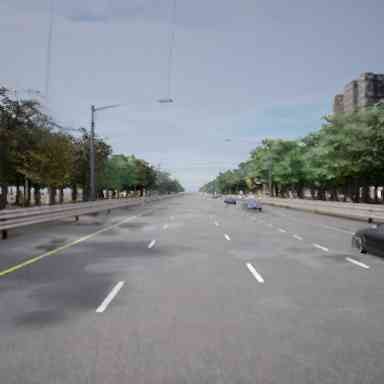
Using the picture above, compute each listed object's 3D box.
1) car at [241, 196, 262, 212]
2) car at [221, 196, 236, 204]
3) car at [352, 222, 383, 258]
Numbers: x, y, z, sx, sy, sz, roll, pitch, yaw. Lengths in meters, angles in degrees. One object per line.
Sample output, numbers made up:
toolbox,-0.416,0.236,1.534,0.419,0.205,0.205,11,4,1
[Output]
car,7.073,1.588,39.739,2.033,1.411,5.357,0,0,0
car,7.182,1.634,63.466,1.994,1.385,4.181,0,0,0
car,7.004,1.574,10.846,1.994,1.385,4.181,0,0,0
